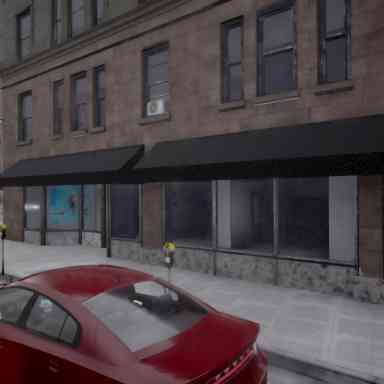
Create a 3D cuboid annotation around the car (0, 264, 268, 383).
[{"bbox_3d":[-1.396,1.545,3.861,4.507,1.381,1.887,0,0,36],"label":"car"}]
